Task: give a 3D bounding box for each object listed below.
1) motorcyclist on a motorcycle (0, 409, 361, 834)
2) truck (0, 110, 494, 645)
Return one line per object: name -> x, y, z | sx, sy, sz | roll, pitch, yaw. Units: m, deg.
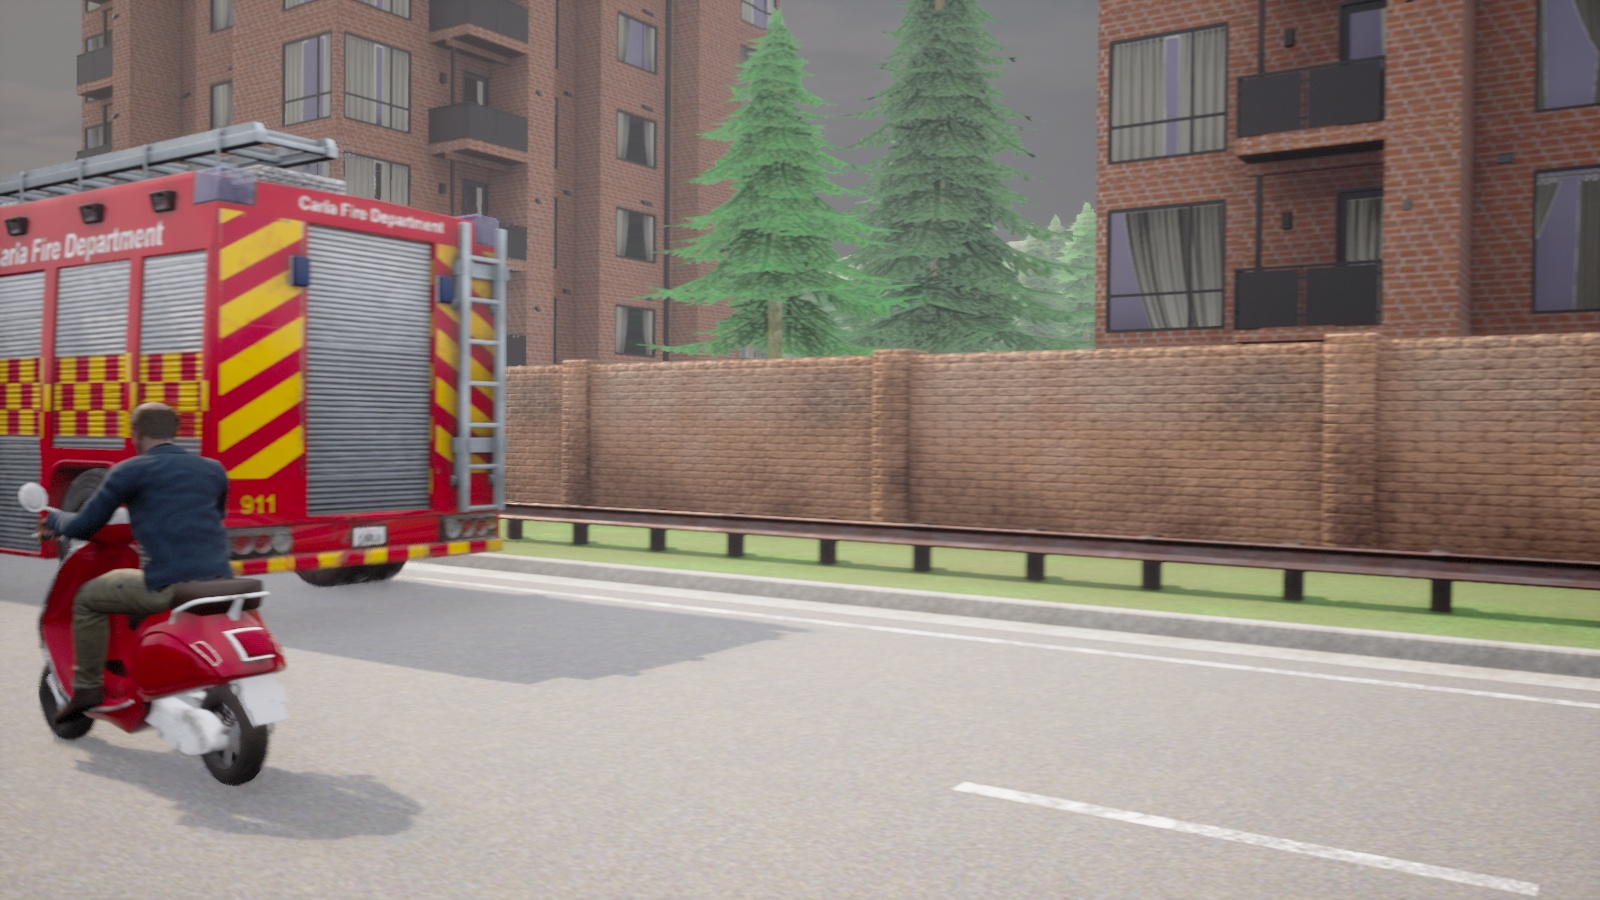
motorcyclist on a motorcycle -> -2.896, 0.635, 5.546 | 1.817, 1.590, 0.866 | 0, 1, 34
truck -> -7.127, -0.540, 12.537 | 8.468, 3.827, 2.891 | 0, 1, 34
